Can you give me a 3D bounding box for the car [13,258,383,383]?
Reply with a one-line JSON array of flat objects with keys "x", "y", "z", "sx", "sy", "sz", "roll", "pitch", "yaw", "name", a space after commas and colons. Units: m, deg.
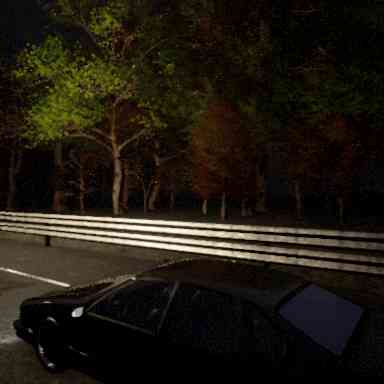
[{"x": 0.076, "y": 1.561, "z": 3.927, "sx": 5.357, "sy": 1.411, "sz": 2.033, "roll": 0, "pitch": 0, "yaw": 35, "name": "car"}]
